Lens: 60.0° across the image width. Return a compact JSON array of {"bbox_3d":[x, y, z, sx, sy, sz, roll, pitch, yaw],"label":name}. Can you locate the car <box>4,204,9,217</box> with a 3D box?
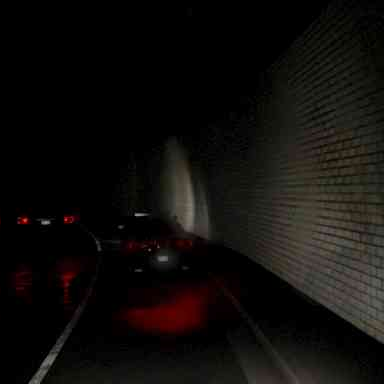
[{"bbox_3d":[-15.392,1.563,29.704,1.994,1.385,4.181,0,0,-40],"label":"car"}]

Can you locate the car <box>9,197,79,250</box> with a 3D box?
[{"bbox_3d":[-6.268,1.221,14.721,2.150,2.045,5.566,0,0,-20],"label":"car"}]

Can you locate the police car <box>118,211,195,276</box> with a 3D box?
[{"bbox_3d":[-1.296,1.425,10.653,1.930,1.638,5.238,0,0,-13],"label":"police car"}]
